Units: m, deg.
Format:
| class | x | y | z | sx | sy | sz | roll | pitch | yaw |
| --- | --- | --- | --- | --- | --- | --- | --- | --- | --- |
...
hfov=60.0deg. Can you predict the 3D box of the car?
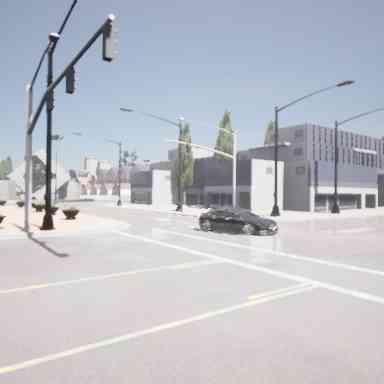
| class | x | y | z | sx | sy | sz | roll | pitch | yaw |
| --- | --- | --- | --- | --- | --- | --- | --- | --- | --- |
| car | 2.483 | 1.675 | 18.920 | 4.892 | 1.490 | 1.837 | 0 | 1 | 44 |
